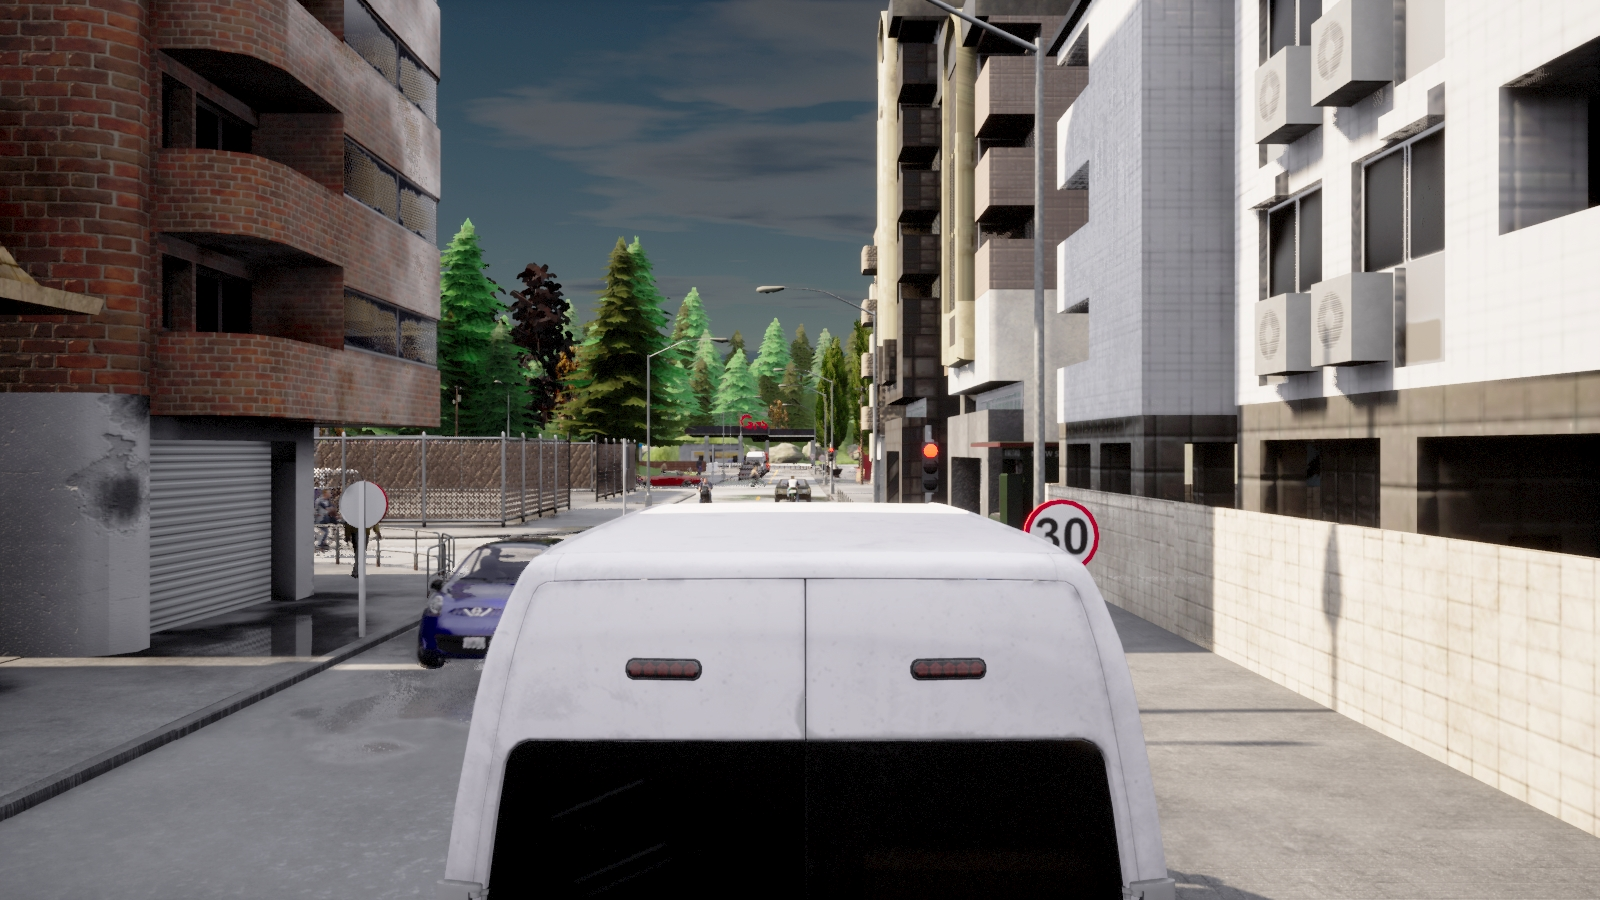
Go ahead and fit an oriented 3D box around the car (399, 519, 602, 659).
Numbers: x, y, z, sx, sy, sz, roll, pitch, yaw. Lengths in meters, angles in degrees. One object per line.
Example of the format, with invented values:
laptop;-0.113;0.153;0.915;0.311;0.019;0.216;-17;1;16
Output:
car;-3.983;1.812;15.789;1.845;1.501;3.633;0;0;0

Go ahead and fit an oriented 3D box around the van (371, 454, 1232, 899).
van;-0.009;1.312;5.597;1.988;2.561;5.915;0;0;0

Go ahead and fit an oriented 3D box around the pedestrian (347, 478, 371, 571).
pedestrian;-8.995;1.506;23.291;0.375;1.860;0.375;0;0;-35

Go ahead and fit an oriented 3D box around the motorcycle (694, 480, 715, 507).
motorcycle;-4.334;1.973;52.180;0.803;1.145;2.033;0;0;0

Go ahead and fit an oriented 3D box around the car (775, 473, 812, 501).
car;-0.339;1.912;60.159;1.895;1.301;4.718;0;0;0
